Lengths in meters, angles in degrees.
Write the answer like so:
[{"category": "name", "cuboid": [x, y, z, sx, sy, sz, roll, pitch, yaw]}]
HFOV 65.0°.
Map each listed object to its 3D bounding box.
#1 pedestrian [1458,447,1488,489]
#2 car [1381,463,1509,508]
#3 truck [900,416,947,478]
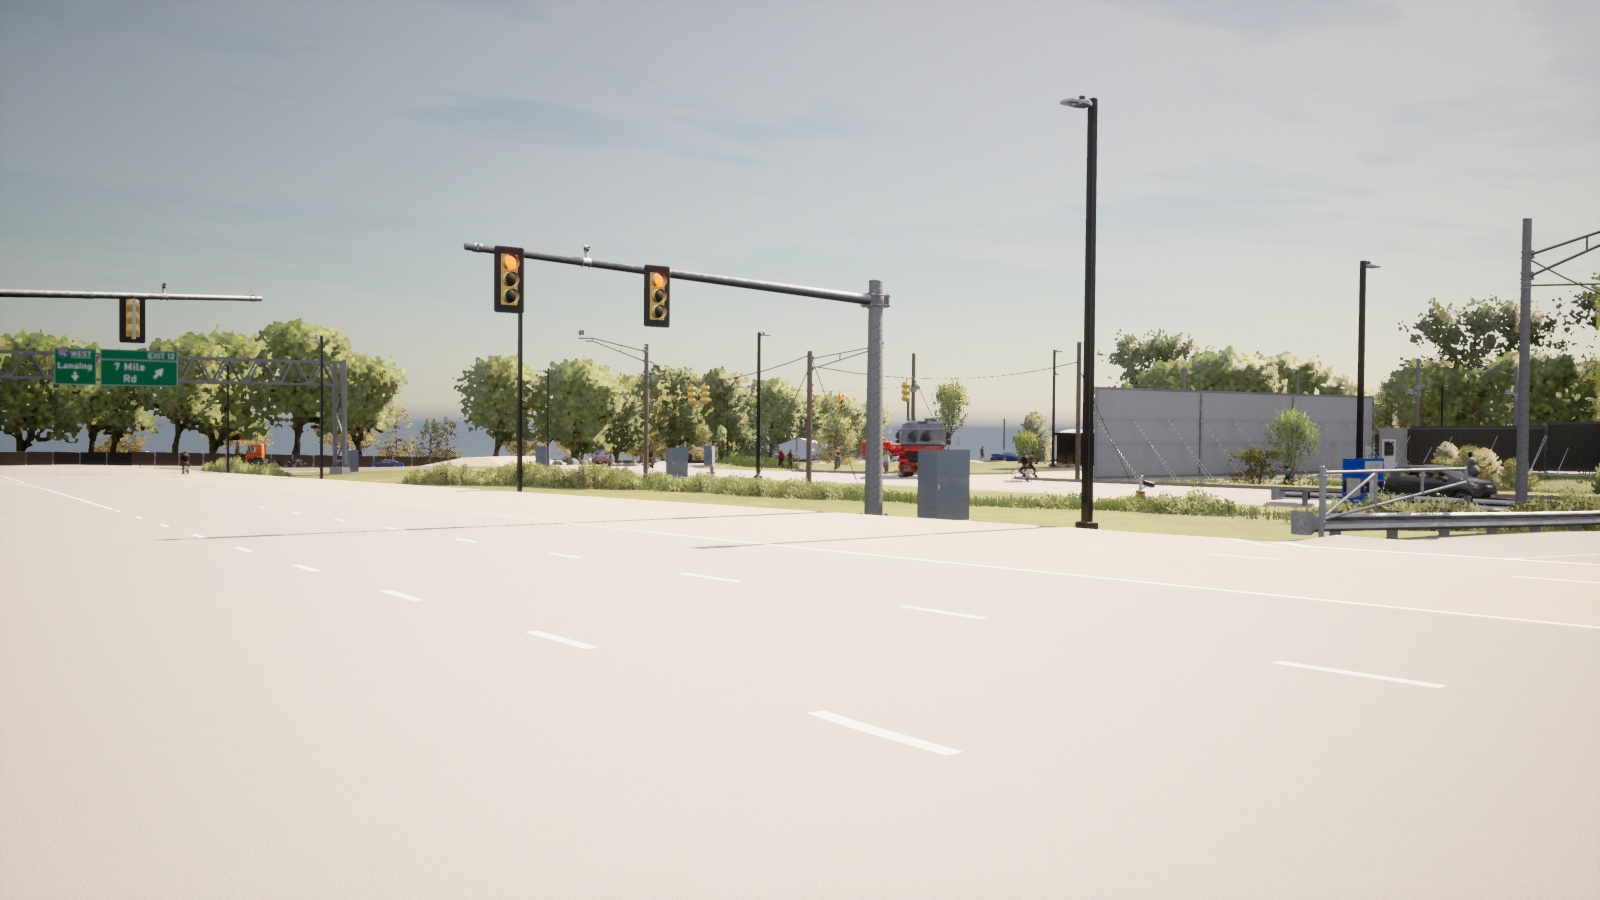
[{"category": "pedestrian", "cuboid": [30.573, 0.805, 57.040, 0.874, 1.855, 0.900, -1, 2, -36]}, {"category": "car", "cuboid": [23.057, 1.228, 44.990, 1.845, 1.501, 3.633, -1, 0, -34]}, {"category": "truck", "cuboid": [7.961, -0.154, 81.161, 2.891, 3.827, 8.468, 0, 0, 5]}]
